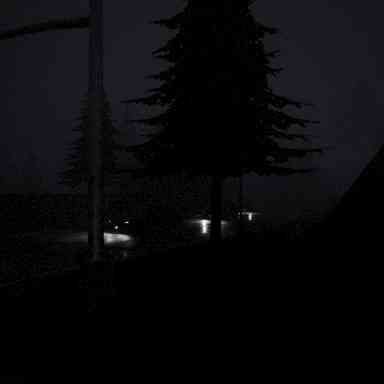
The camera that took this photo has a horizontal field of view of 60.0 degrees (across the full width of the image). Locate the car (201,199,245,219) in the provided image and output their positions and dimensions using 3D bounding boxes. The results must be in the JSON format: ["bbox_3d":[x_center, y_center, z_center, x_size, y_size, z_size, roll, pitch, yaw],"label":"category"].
[{"bbox_3d":[2.691,1.547,29.248,2.033,1.411,5.357,0,0,26],"label":"car"}]

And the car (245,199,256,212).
[{"bbox_3d":[6.459,1.547,38.985,2.033,1.411,5.357,0,0,16],"label":"car"}]

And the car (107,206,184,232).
[{"bbox_3d":[-2.629,1.547,20.380,2.033,1.411,5.357,0,0,35],"label":"car"}]
